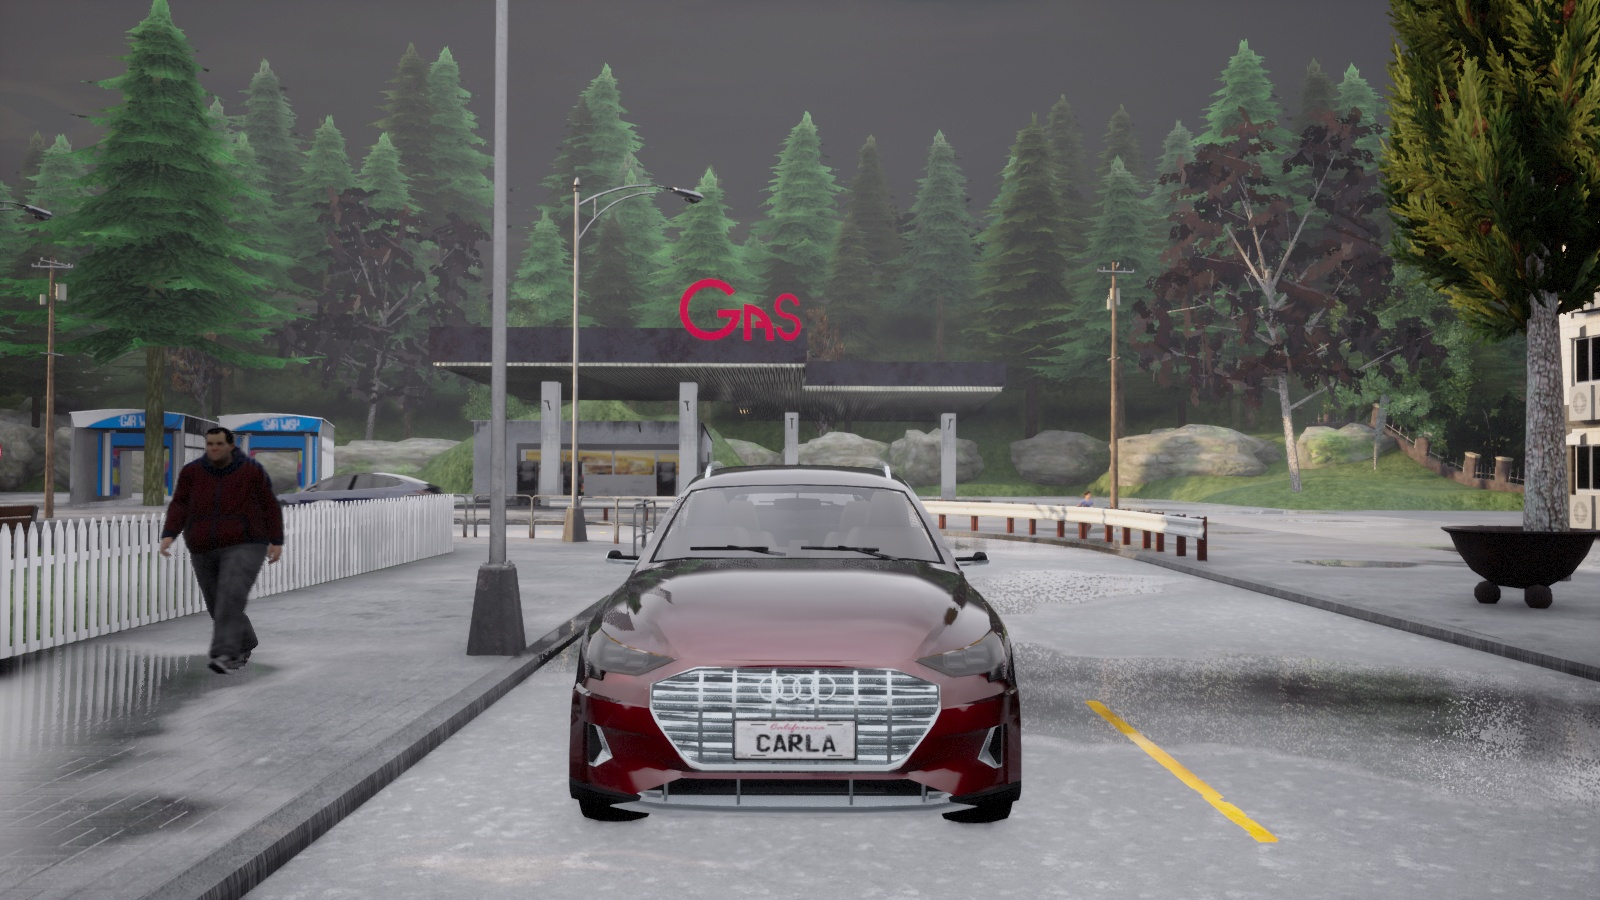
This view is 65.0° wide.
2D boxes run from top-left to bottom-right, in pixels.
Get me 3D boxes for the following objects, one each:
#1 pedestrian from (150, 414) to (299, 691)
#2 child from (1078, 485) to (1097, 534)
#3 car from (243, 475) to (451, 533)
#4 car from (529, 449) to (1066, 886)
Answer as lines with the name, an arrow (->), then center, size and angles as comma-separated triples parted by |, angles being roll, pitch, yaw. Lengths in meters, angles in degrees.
pedestrian -> -4.011, 0.688, 8.810 | 0.634, 1.844, 0.899 | 0, -1, 0
child -> 6.577, 1.360, 28.762 | 0.255, 1.110, 0.394 | 0, -1, -17
car -> -12.056, 1.427, 33.673 | 4.792, 1.488, 2.163 | 0, -1, 1
car -> -0.007, 0.865, 7.197 | 2.033, 1.649, 4.856 | 0, -1, 0
